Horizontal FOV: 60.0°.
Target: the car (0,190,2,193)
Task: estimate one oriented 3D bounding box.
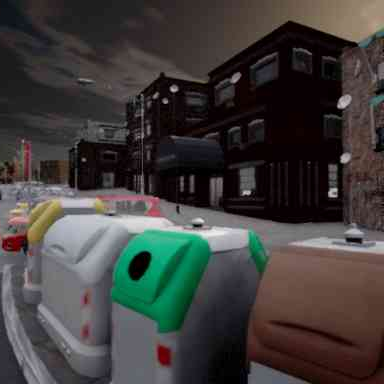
[{"bbox_3d":[-21.757,0.230,36.210,1.895,1.301,4.718,1,2,-28],"label":"car"}]

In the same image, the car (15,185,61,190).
[{"bbox_3d":[-11.855,0.582,27.469,4.553,1.767,2.185,1,2,-28],"label":"car"}]

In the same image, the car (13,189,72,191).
[{"bbox_3d":[-10.557,0.833,24.984,4.892,1.521,2.231,1,2,-28],"label":"car"}]

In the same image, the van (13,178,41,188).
[{"bbox_3d":[-37.741,-1.952,76.080,4.442,1.987,1.878,1,2,-28],"label":"van"}]

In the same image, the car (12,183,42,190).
[{"bbox_3d":[-39.133,-2.101,78.497,5.566,2.045,2.435,1,2,-28],"label":"car"}]

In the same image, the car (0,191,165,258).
[{"bbox_3d":[-3.647,1.155,11.991,5.566,2.045,2.435,1,1,-28],"label":"car"}]

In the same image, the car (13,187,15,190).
[{"bbox_3d":[-14.658,0.488,32.637,4.674,1.452,2.002,1,2,-28],"label":"car"}]

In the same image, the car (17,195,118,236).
[{"bbox_3d":[-6.373,1.096,17.081,4.553,1.767,2.185,1,2,-28],"label":"car"}]

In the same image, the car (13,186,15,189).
[{"bbox_3d":[-16.100,0.352,35.335,4.674,1.452,2.002,1,2,-28],"label":"car"}]

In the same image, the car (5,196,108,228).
[{"bbox_3d":[-7.898,1.091,19.604,5.366,1.575,1.946,1,2,-28],"label":"car"}]
